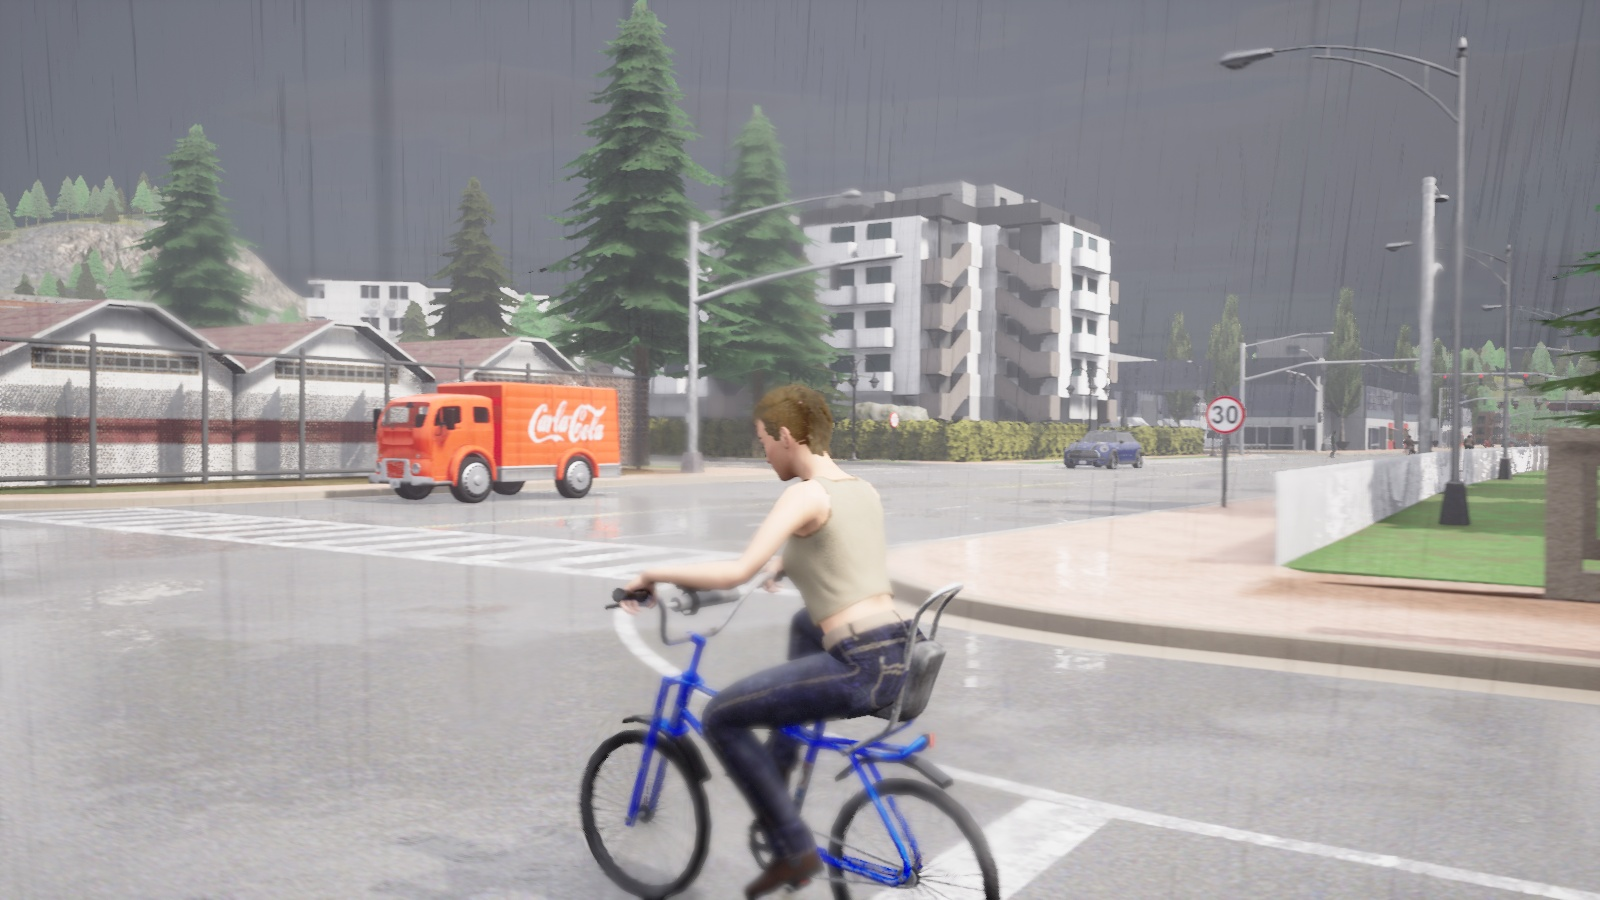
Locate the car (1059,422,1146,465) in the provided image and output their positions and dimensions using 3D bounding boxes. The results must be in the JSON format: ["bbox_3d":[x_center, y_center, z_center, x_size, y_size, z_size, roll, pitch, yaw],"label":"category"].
[{"bbox_3d":[13.102,-0.308,54.195,2.097,1.767,4.553,0,1,35],"label":"car"}]

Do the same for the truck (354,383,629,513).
[{"bbox_3d":[-6.407,-0.075,26.726,2.627,2.467,5.204,0,1,35],"label":"truck"}]

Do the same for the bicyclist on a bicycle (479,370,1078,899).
[{"bbox_3d":[-0.075,0.616,3.669,1.509,1.612,0.866,0,1,34],"label":"bicyclist on a bicycle"}]
